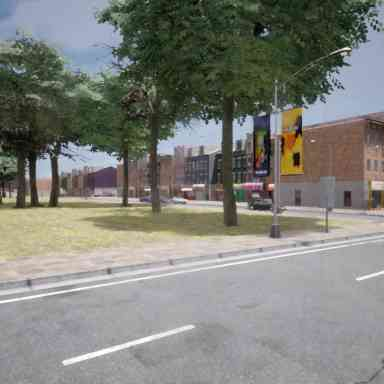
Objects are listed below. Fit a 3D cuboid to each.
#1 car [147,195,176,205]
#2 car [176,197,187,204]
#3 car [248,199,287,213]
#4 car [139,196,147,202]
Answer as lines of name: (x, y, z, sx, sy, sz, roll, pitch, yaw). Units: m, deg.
car: (-5.259, 1.371, 56.956, 1.837, 1.490, 4.892, 1, 0, -35)
car: (-2.863, 1.489, 58.485, 1.895, 1.301, 4.718, 1, 0, -35)
car: (8.431, 1.526, 37.628, 1.837, 1.490, 4.892, 1, 0, -35)
car: (-8.733, 1.401, 66.638, 2.033, 1.411, 5.357, 1, 0, -35)
